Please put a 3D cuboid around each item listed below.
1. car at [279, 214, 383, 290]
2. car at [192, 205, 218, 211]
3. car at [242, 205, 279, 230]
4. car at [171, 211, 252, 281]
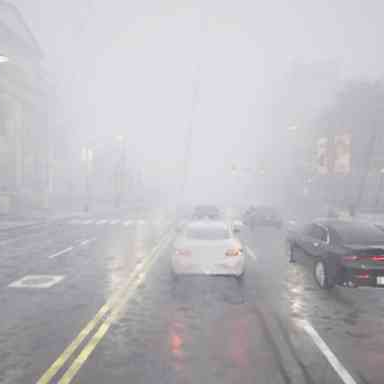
[{"bbox_3d":[3.925,1.510,9.048,1.837,1.490,4.892,0,0,2],"label":"car"},{"bbox_3d":[0.920,1.545,21.835,2.033,1.411,5.357,0,0,2],"label":"car"},{"bbox_3d":[4.397,1.551,21.320,2.033,1.411,5.357,0,0,2],"label":"car"},{"bbox_3d":[0.446,1.525,9.714,1.812,1.442,4.674,0,0,2],"label":"car"}]
